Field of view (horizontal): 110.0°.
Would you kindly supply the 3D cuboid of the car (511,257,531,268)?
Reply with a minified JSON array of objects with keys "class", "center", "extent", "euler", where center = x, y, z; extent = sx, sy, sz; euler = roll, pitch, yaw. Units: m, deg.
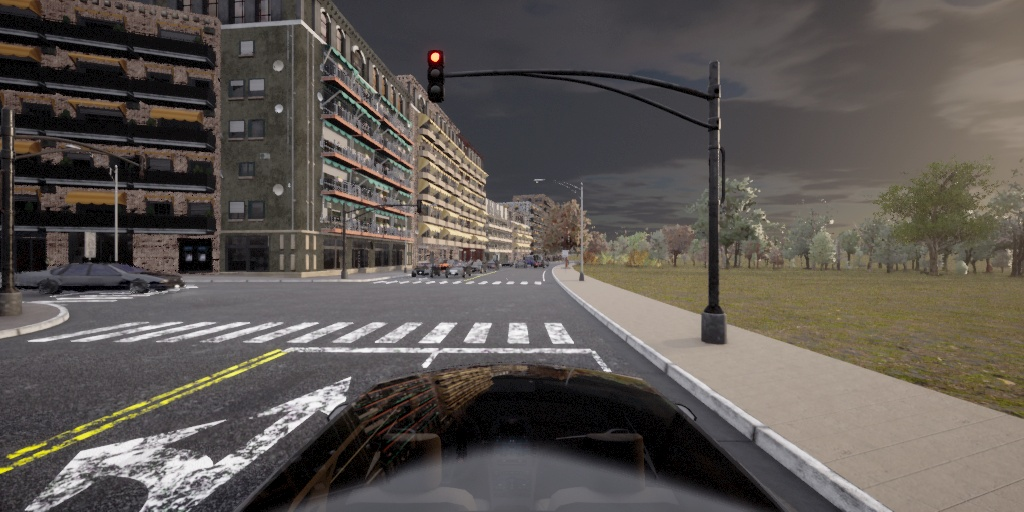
[{"class":"car","center":[1.739,1.432,64.969],"extent":[2.128,1.511,4.902],"euler":[0,0,9]}]

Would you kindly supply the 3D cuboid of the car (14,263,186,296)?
[{"class":"car","center":[-18.752,1.020,16.529],"extent":[5.357,1.411,2.033],"euler":[1,0,-19]}]

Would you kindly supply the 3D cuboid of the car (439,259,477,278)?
[{"class":"car","center":[-5.131,1.301,34.976],"extent":[2.128,1.511,4.902],"euler":[0,0,5]}]

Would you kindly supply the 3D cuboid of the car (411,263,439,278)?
[{"class":"car","center":[-8.361,1.374,35.347],"extent":[1.994,1.385,4.181],"euler":[0,0,5]}]

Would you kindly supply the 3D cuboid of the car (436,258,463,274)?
[{"class":"car","center":[-7.579,1.195,43.767],"extent":[2.097,1.767,4.553],"euler":[0,0,6]}]

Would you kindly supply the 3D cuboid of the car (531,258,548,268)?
[{"class":"car","center":[5.019,1.447,64.915],"extent":[1.837,1.490,4.892],"euler":[0,0,9]}]

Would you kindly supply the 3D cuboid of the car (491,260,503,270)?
[{"class":"car","center":[-3.115,1.449,54.175],"extent":[1.994,1.385,4.181],"euler":[0,0,7]}]

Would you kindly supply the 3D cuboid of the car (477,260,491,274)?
[{"class":"car","center":[-4.267,1.350,44.279],"extent":[1.837,1.490,4.892],"euler":[0,0,6]}]
